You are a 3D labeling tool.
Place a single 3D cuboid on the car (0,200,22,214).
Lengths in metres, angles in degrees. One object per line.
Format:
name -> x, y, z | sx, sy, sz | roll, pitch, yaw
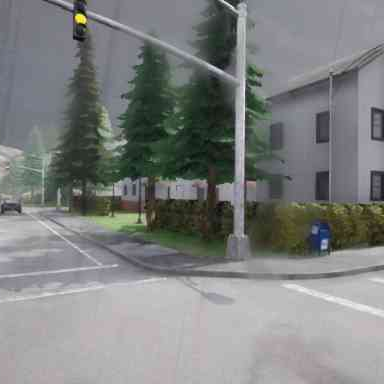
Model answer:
car -> -20.474, 1.658, 37.694 | 1.837, 1.490, 4.892 | 1, -1, -32
